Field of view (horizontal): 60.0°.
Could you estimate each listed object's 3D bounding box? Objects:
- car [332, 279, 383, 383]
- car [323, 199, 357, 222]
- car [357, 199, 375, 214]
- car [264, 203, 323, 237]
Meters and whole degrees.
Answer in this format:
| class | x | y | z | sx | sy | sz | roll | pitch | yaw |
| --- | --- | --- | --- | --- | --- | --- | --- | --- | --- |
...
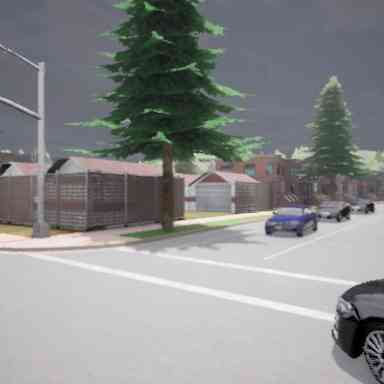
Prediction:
| class | x | y | z | sx | sy | sz | roll | pitch | yaw |
| --- | --- | --- | --- | --- | --- | --- | --- | --- | --- |
| car | 3.815 | 1.494 | 3.074 | 2.128 | 1.511 | 4.902 | -1 | 0 | -36 |
| car | 10.864 | 1.447 | 25.665 | 2.128 | 1.511 | 4.902 | 0 | 0 | 36 |
| car | 17.405 | 1.448 | 34.202 | 2.128 | 1.511 | 4.902 | 0 | 0 | 39 |
| car | 5.492 | 1.482 | 18.082 | 1.812 | 1.442 | 4.674 | 0 | 0 | 34 |
